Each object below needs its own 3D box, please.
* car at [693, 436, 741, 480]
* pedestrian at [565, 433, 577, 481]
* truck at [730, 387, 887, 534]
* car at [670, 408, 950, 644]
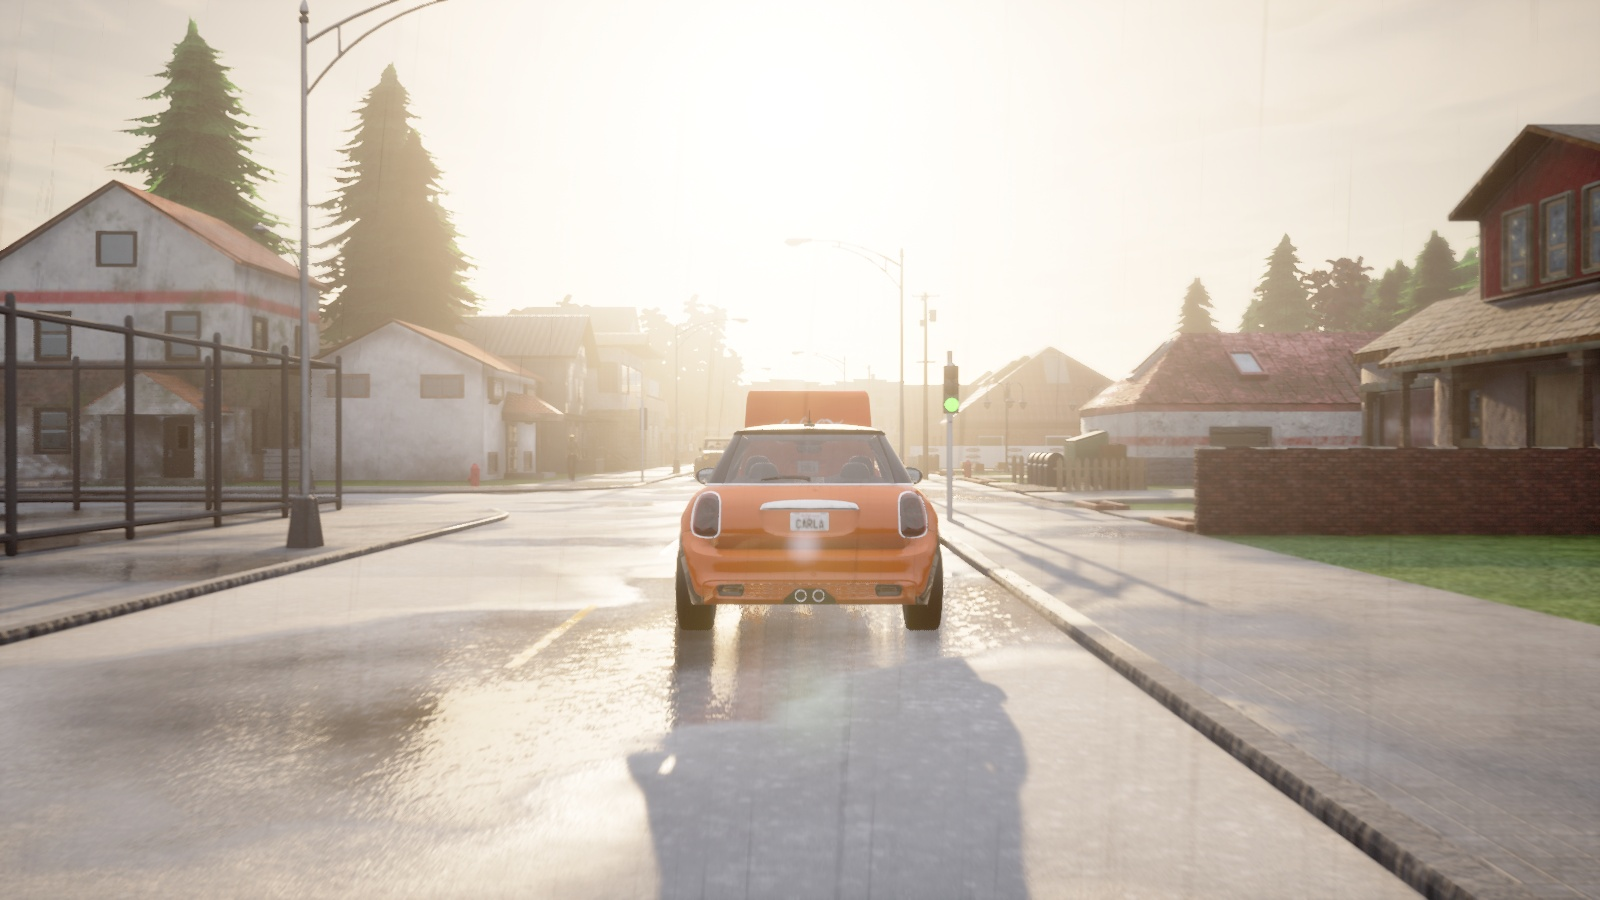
[{"bbox_3d":[-3.659,0.325,55.891,1.905,1.878,3.866,0,0,0],"label":"car"},{"bbox_3d":[-8.905,0.262,48.856,0.331,1.846,0.634,0,0,0],"label":"pedestrian"},{"bbox_3d":[0.155,0.170,23.692,2.627,2.467,5.204,0,0,0],"label":"truck"},{"bbox_3d":[0.084,0.560,11.689,2.097,1.767,4.553,0,0,0],"label":"car"}]
